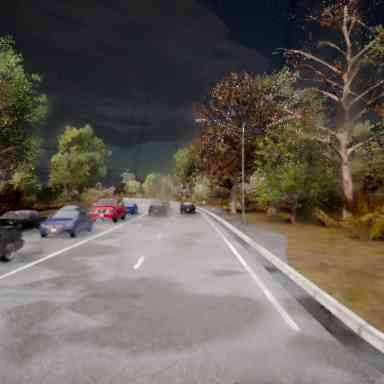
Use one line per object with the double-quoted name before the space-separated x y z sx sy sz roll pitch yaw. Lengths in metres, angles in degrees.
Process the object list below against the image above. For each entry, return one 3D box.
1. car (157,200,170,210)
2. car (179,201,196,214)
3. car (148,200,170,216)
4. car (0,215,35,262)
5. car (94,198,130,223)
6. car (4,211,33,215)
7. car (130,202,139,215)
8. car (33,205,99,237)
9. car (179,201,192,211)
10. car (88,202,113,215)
"car" -4.720 2.103 55.431 2.128 1.511 4.902 0 -1 -4
"car" -0.551 1.938 41.651 1.882 1.535 5.008 0 -1 -2
"car" -3.840 1.896 37.862 1.882 1.535 5.008 0 -1 -2
"car" -7.080 1.660 10.050 2.033 1.411 5.357 0 -1 -1
"car" -7.267 1.547 29.407 2.150 2.045 5.566 0 -1 -1
"car" -10.673 1.828 20.441 1.895 1.301 4.718 0 -1 0
"car" -7.504 1.914 39.443 1.882 1.535 5.008 0 -1 -1
"car" -7.166 1.742 19.509 1.812 1.442 4.674 0 -1 0
"car" -1.041 2.098 51.796 1.812 1.442 4.674 0 -1 -3
"car" -11.017 1.953 40.534 1.837 1.490 4.892 0 -1 -2
